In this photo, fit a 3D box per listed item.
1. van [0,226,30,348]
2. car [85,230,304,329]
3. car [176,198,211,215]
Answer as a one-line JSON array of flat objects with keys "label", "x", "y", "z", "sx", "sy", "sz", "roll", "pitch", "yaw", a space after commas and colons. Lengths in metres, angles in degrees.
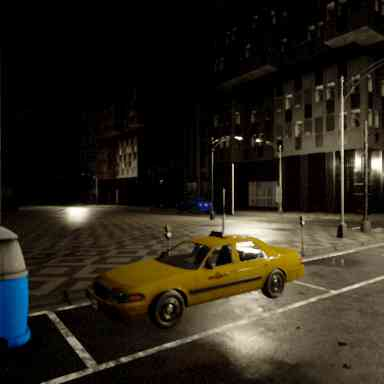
[{"label": "van", "x": -4.013, "y": 1.342, "z": 3.769, "sx": 3.998, "sy": 1.788, "sz": 1.690, "roll": 0, "pitch": 0, "yaw": -36}, {"label": "car", "x": 0.326, "y": 1.523, "z": 6.907, "sx": 4.829, "sy": 1.417, "sz": 1.752, "roll": 0, "pitch": 0, "yaw": -36}, {"label": "car", "x": 0.152, "y": 1.765, "z": 42.640, "sx": 2.150, "sy": 2.045, "sz": 5.566, "roll": 0, "pitch": -1, "yaw": -36}]
